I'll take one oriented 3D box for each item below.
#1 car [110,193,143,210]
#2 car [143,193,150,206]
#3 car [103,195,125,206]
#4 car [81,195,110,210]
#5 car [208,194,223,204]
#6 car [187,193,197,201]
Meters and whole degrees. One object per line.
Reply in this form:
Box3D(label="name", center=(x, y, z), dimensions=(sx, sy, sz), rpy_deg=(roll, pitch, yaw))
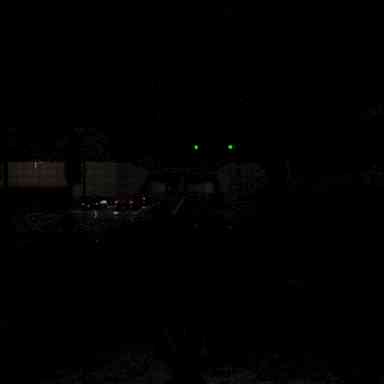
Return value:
Box3D(label="car", center=(-7.072, 1.007, 36.515), dimensions=(2.097, 1.767, 4.553), rpy_deg=(0, 1, 0))
Box3D(label="car", center=(-7.082, 0.911, 45.357), dimensions=(2.097, 1.767, 4.553), rpy_deg=(0, 1, 0))
Box3D(label="car", center=(-10.580, 1.124, 45.328), dimensions=(1.994, 1.385, 4.181), rpy_deg=(0, 1, 0))
Box3D(label="car", center=(-10.567, 1.161, 36.422), dimensions=(1.837, 1.490, 4.892), rpy_deg=(0, 1, 0))
Box3D(label="car", center=(3.555, 1.004, 49.426), dimensions=(2.128, 1.511, 4.902), rpy_deg=(0, 1, 0))
Box3D(label="car", center=(-0.057, 0.878, 62.390), dimensions=(1.837, 1.490, 4.892), rpy_deg=(0, 1, 0))
